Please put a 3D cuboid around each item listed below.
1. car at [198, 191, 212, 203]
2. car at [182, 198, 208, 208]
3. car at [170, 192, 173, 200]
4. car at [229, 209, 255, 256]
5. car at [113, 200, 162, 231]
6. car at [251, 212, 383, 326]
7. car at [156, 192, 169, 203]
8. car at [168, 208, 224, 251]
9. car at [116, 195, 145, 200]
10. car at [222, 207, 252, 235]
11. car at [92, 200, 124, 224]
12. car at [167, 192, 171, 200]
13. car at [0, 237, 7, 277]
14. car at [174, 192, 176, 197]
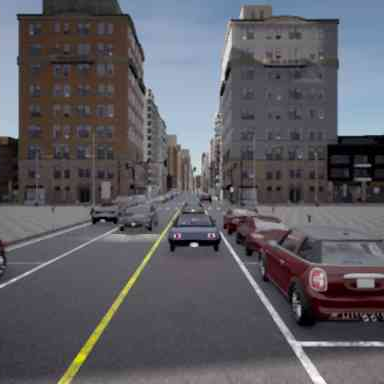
[{"bbox_3d":[2.671,1.083,62.260,2.192,1.841,5.009,0,0,0],"label":"car"},{"bbox_3d":[0.089,1.485,29.123,1.994,1.385,4.181,0,0,0],"label":"car"},{"bbox_3d":[-5.856,1.234,73.429,1.752,1.417,4.829,0,0,0],"label":"car"},{"bbox_3d":[2.668,1.548,12.688,1.802,1.307,4.206,0,0,0],"label":"car"},{"bbox_3d":[-3.097,1.451,20.016,1.837,1.490,4.892,0,0,0],"label":"car"},{"bbox_3d":[2.668,1.422,7.047,1.967,1.590,4.097,0,0,0],"label":"car"},{"bbox_3d":[-5.856,1.294,62.119,1.752,1.417,4.829,0,0,0],"label":"car"},{"bbox_3d":[0.091,1.564,13.911,1.895,1.301,4.718,0,0,0],"label":"car"},{"bbox_3d":[-5.858,1.235,29.631,2.192,1.841,5.009,0,0,0],"label":"car"},{"bbox_3d":[2.668,1.495,18.327,1.887,1.381,4.507,0,0,0],"label":"car"},{"bbox_3d":[-5.858,1.501,23.992,1.947,1.339,4.313,0,0,0],"label":"car"},{"bbox_3d":[-5.856,1.304,67.944,1.947,1.339,4.313,0,0,0],"label":"car"},{"bbox_3d":[-5.858,1.422,7.073,1.967,1.590,4.097,0,0,0],"label":"car"},{"bbox_3d":[-5.855,0.960,84.908,2.192,1.841,5.009,0,0,0],"label":"car"}]
